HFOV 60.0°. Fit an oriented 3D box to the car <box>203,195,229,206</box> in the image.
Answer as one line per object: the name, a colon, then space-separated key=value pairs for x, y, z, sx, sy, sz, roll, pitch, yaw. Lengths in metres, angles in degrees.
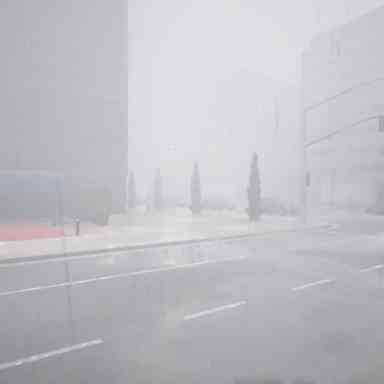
car: x=4.091 y=1.345 z=56.822 sx=2.097 sy=1.767 sz=4.553 roll=0 pitch=0 yaw=-35

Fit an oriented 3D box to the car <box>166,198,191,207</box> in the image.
car: x=-2.202 y=1.596 z=53.279 sx=1.895 sy=1.301 sz=4.718 roll=0 pitch=0 yaw=-35

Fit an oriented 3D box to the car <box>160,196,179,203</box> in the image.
car: x=-4.757 y=1.595 z=69.527 sx=1.895 sy=1.301 sz=4.718 roll=0 pitch=0 yaw=-35

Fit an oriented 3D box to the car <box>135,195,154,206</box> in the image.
car: x=-8.756 y=1.522 z=56.634 sx=1.812 sy=1.442 sz=4.674 roll=0 pitch=0 yaw=-34

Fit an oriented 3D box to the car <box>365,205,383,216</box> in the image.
car: x=18.563 y=1.542 z=29.852 sx=2.033 sy=1.411 sz=5.357 roll=0 pitch=0 yaw=-35

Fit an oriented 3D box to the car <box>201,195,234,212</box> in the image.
car: x=3.001 y=1.487 z=39.637 sx=2.128 sy=1.511 sz=4.902 roll=0 pitch=0 yaw=-35

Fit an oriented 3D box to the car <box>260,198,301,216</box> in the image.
car: x=8.192 y=1.348 z=32.161 sx=2.097 sy=1.767 sz=4.553 roll=0 pitch=0 yaw=-35

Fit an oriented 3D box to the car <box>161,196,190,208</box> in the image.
car: x=-2.863 y=1.543 z=48.082 sx=2.033 sy=1.411 sz=5.357 roll=0 pitch=0 yaw=-35

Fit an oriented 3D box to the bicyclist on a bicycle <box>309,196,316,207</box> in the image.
bicyclist on a bicycle: x=16.940 y=1.294 z=46.707 sx=1.656 sy=1.620 sz=0.582 roll=0 pitch=0 yaw=-35

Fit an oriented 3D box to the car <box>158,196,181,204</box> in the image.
car: x=-4.231 y=1.486 z=62.586 sx=2.128 sy=1.511 sz=4.902 roll=0 pitch=0 yaw=-34

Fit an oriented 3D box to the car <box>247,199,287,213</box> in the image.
car: x=8.509 y=1.559 z=37.841 sx=1.994 sy=1.385 sz=4.181 roll=0 pitch=0 yaw=-35

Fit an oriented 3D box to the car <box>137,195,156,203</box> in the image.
car: x=-9.695 y=1.379 z=70.357 sx=1.882 sy=1.535 sz=5.008 roll=0 pitch=0 yaw=-35

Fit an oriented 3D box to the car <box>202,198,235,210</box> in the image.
car: x=3.515 y=1.521 z=45.036 sx=1.812 sy=1.442 sz=4.674 roll=0 pitch=0 yaw=-35
